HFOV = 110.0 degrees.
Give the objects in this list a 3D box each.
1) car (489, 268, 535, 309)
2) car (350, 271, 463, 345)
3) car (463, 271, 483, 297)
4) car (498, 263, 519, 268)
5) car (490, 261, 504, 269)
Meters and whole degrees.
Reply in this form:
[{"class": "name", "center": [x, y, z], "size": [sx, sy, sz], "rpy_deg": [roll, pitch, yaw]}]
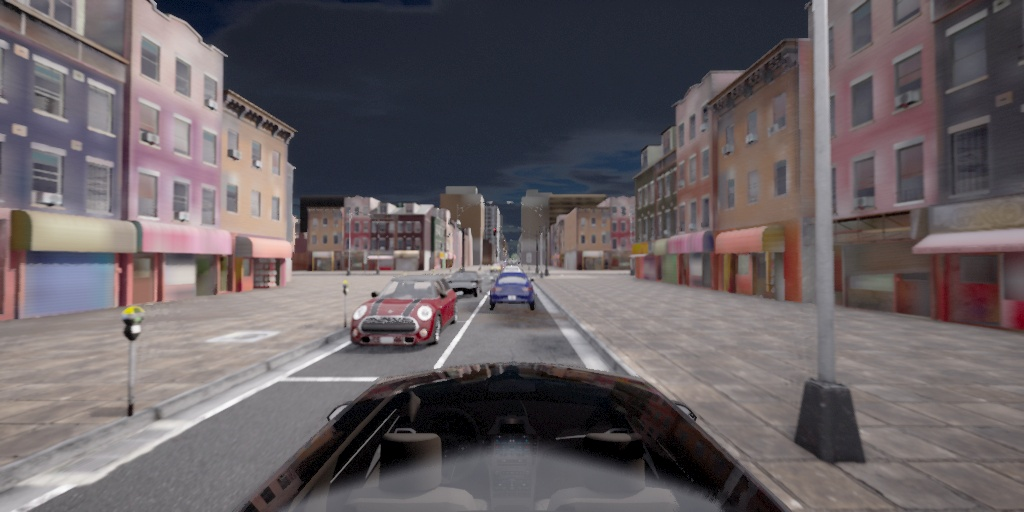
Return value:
[{"class": "car", "center": [0.024, 1.420, 15.764], "size": [1.812, 1.442, 4.674], "rpy_deg": [0, 0, 1]}, {"class": "car", "center": [-2.638, 1.269, 9.552], "size": [1.967, 1.591, 4.097], "rpy_deg": [0, 0, 0]}, {"class": "car", "center": [-2.639, 1.508, 20.312], "size": [1.948, 1.339, 4.313], "rpy_deg": [0, 0, 0]}, {"class": "car", "center": [0.021, 1.583, 30.726], "size": [1.812, 1.442, 4.674], "rpy_deg": [0, 0, 1]}, {"class": "car", "center": [-2.644, 1.908, 57.909], "size": [1.751, 1.417, 4.829], "rpy_deg": [0, 0, 0]}]
